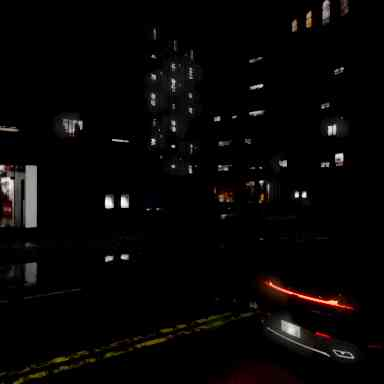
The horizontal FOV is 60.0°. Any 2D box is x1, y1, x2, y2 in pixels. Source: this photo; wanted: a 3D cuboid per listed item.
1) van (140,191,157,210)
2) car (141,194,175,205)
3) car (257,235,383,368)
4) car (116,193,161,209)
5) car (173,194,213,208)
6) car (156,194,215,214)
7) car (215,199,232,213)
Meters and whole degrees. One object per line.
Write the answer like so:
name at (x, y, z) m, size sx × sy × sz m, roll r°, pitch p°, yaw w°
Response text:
van at (-4.993, 0.817, 32.568) m, size 3.998 × 1.788 × 1.690 m, roll 1°, pitch 0°, yaw 37°
car at (-4.345, 0.961, 42.564) m, size 4.206 × 1.307 × 1.802 m, roll 1°, pitch 0°, yaw 37°
car at (3.260, 1.507, 5.639) m, size 4.892 × 1.490 × 1.837 m, roll 0°, pitch 0°, yaw -35°
car at (-5.923, 0.909, 36.490) m, size 4.902 × 1.511 × 2.128 m, roll 1°, pitch 1°, yaw 37°
car at (0.069, 1.041, 39.241) m, size 4.403 × 1.369 × 2.008 m, roll 1°, pitch 0°, yaw 37°
car at (-0.585, 1.137, 29.243) m, size 4.403 × 1.369 × 2.008 m, roll 1°, pitch 0°, yaw 37°
car at (1.447, 1.129, 30.938) m, size 4.674 × 1.442 × 1.812 m, roll 1°, pitch 1°, yaw 37°
